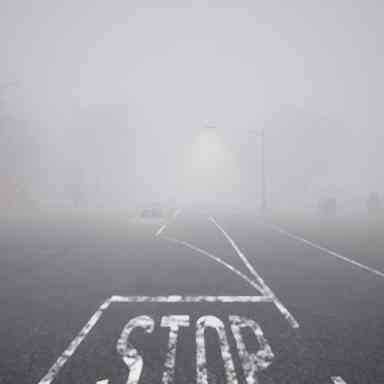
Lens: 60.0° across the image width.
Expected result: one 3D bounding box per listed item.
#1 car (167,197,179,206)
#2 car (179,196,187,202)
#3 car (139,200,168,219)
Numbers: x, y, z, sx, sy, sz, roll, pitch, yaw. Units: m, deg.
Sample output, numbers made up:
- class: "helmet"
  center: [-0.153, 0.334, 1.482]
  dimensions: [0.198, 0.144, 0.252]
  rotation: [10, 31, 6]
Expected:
- class: "car"
  center: [-3.695, 1.767, 59.647]
  dimensions: [1.837, 1.490, 4.892]
  rotation: [0, 0, -1]
- class: "car"
  center: [-2.486, 1.917, 87.695]
  dimensions: [1.812, 1.442, 4.674]
  rotation: [0, 0, 6]
- class: "car"
  center: [-3.504, 1.628, 29.794]
  dimensions: [1.812, 1.442, 4.674]
  rotation: [0, -1, 0]
